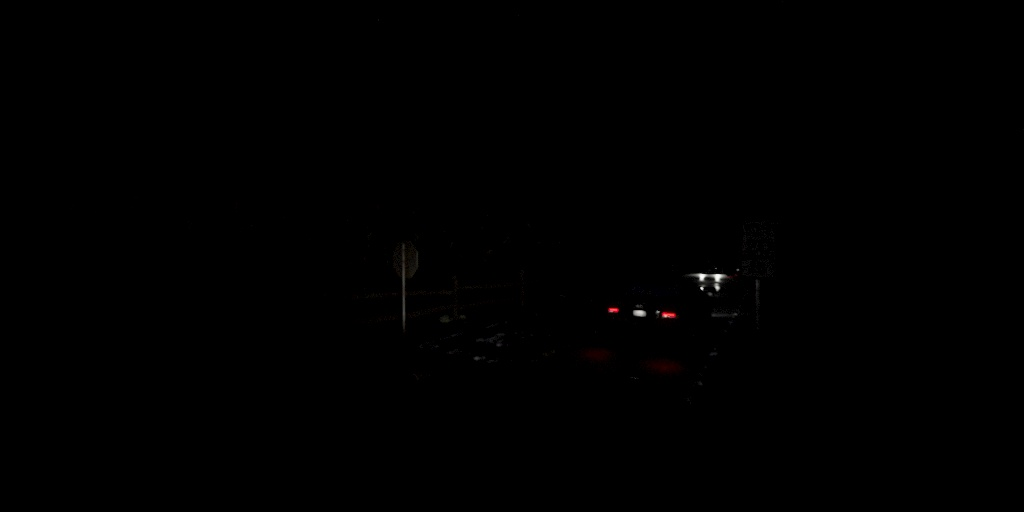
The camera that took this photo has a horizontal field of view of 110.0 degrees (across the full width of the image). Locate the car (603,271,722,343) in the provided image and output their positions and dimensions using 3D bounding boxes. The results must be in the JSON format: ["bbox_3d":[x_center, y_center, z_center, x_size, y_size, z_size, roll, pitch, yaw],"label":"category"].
[{"bbox_3d":[4.227,1.294,9.844,2.033,1.411,5.357,0,0,35],"label":"car"}]

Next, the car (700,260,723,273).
[{"bbox_3d":[22.378,1.213,40.129,1.837,1.490,4.892,0,0,35],"label":"car"}]

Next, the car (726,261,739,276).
[{"bbox_3d":[22.364,1.280,35.277,1.994,1.385,4.181,0,0,36],"label":"car"}]
